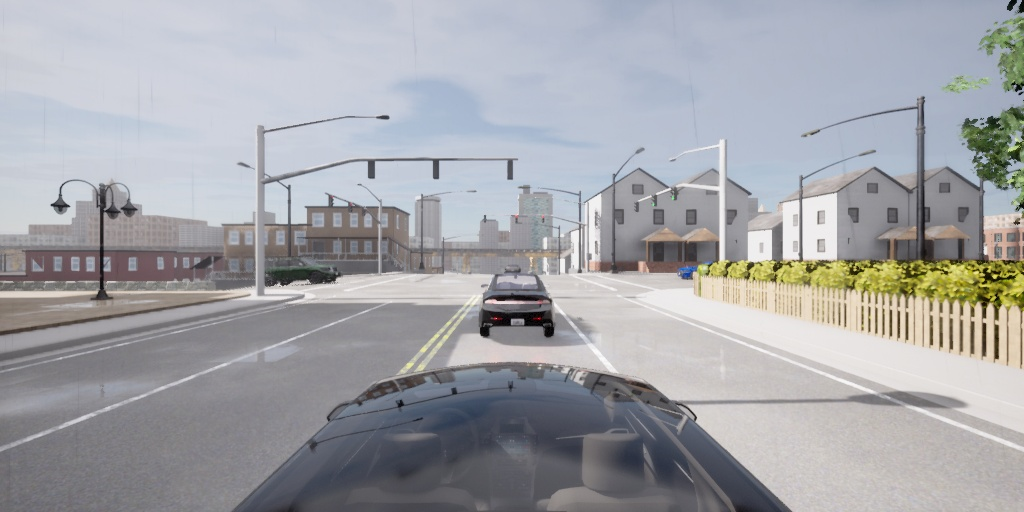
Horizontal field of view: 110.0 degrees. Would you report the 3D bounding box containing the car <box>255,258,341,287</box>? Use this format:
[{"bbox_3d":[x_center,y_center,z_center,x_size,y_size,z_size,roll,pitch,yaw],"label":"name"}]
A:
[{"bbox_3d":[-15.616,1.121,26.257,5.566,2.045,2.150,-4,0,0],"label":"car"}]

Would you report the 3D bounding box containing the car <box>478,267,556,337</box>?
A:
[{"bbox_3d":[0.114,1.240,10.311,2.128,1.511,4.902,0,0,0],"label":"car"}]

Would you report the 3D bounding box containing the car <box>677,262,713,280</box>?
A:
[{"bbox_3d":[16.655,1.221,30.356,5.008,1.535,1.882,0,0,-1],"label":"car"}]

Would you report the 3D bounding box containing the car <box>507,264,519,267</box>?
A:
[{"bbox_3d":[0.134,1.847,42.954,2.128,1.511,4.902,0,-8,0],"label":"car"}]
